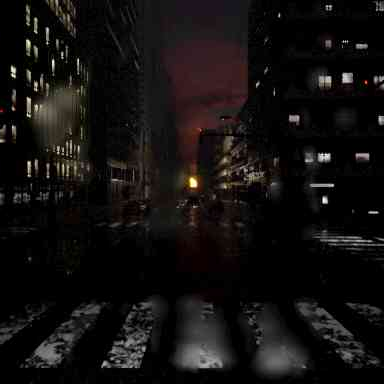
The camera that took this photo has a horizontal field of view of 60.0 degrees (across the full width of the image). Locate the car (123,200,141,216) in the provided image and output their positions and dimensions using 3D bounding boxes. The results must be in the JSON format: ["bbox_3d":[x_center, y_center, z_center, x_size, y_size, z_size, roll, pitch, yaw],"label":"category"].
[{"bbox_3d":[-5.646,1.516,32.784,1.752,1.417,4.829,-1,0,0],"label":"car"}]

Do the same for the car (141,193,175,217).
[{"bbox_3d":[-3.048,1.212,31.085,2.150,2.045,5.566,0,0,0],"label":"car"}]

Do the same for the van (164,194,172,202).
[{"bbox_3d":[-5.566,1.322,78.191,1.690,1.788,3.998,-1,0,0],"label":"van"}]

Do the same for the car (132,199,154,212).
[{"bbox_3d":[-5.635,1.555,38.608,1.947,1.339,4.313,-1,0,0],"label":"car"}]

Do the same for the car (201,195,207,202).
[{"bbox_3d":[2.806,1.422,72.521,1.967,1.590,4.097,-1,0,0],"label":"car"}]

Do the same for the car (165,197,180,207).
[{"bbox_3d":[-2.995,1.534,52.108,2.033,1.411,5.357,0,0,0],"label":"car"}]

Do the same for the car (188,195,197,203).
[{"bbox_3d":[0.188,1.460,70.770,1.882,1.535,5.008,0,0,0],"label":"car"}]

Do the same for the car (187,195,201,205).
[{"bbox_3d":[0.201,1.463,56.570,1.882,1.535,5.008,0,-1,0],"label":"car"}]

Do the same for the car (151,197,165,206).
[{"bbox_3d":[-5.604,1.530,55.572,1.887,1.381,4.507,-1,0,0],"label":"car"}]

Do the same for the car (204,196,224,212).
[{"bbox_3d":[2.745,1.540,38.593,2.008,1.369,4.403,-1,0,0],"label":"car"}]

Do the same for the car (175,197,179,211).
[{"bbox_3d":[-3.021,1.210,41.564,2.150,2.045,5.566,0,0,0],"label":"car"}]
